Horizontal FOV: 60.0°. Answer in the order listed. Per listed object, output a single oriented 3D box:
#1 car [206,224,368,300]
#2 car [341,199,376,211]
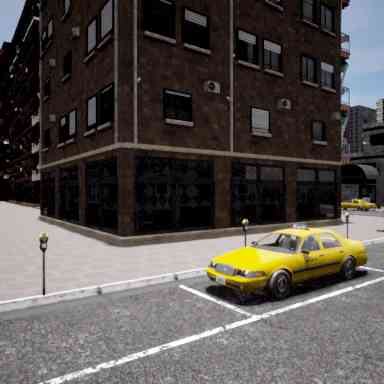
[{"bbox_3d":[2.562,1.525,8.395,4.829,1.417,1.752,0,0,-36],"label":"car"},{"bbox_3d":[19.235,1.469,39.617,1.752,1.417,4.829,0,0,-35],"label":"car"}]
